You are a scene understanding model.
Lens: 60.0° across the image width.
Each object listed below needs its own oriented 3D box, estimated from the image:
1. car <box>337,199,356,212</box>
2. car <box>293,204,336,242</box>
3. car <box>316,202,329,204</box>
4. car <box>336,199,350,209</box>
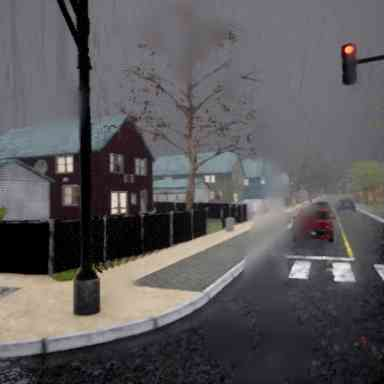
[{"bbox_3d":[20.522,1.683,44.306,2.097,1.767,4.553,-2,-1,22],"label":"car"},{"bbox_3d":[6.495,1.652,17.634,1.882,1.535,5.008,-2,-1,22],"label":"car"},{"bbox_3d":[10.516,1.802,27.413,2.033,1.411,5.357,-2,-1,22],"label":"car"},{"bbox_3d":[24.337,1.913,53.585,1.837,1.490,4.892,-2,-1,22],"label":"car"}]
